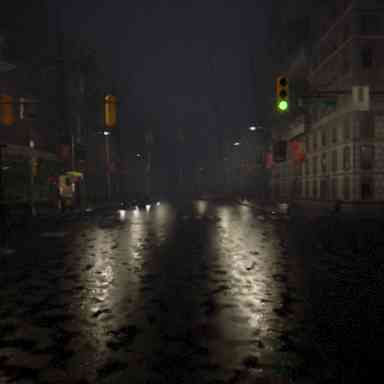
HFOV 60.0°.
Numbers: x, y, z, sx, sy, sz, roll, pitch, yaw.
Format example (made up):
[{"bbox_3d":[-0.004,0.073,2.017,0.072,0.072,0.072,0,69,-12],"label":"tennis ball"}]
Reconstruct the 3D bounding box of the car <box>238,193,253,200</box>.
[{"bbox_3d":[12.464,1.014,78.340,1.837,1.490,4.892,0,0,41],"label":"car"}]

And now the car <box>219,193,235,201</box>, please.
[{"bbox_3d":[7.095,1.094,69.547,2.128,1.511,4.902,0,0,25],"label":"car"}]

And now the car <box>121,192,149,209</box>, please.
[{"bbox_3d":[-7.073,0.969,40.716,2.150,2.045,5.566,0,0,0],"label":"car"}]

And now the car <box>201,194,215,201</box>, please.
[{"bbox_3d":[3.294,1.093,69.569,1.812,1.442,4.674,0,0,22],"label":"car"}]

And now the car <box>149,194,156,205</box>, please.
[{"bbox_3d":[-7.005,1.193,50.410,1.837,1.490,4.892,0,0,1],"label":"car"}]

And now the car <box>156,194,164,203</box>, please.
[{"bbox_3d":[-6.346,1.101,60.852,1.882,1.535,5.008,0,0,7],"label":"car"}]
